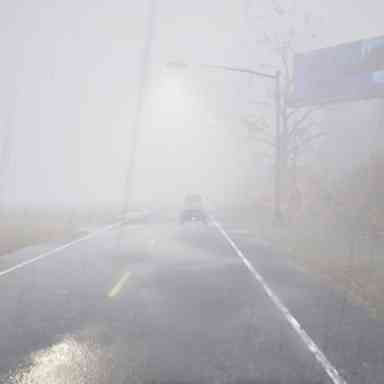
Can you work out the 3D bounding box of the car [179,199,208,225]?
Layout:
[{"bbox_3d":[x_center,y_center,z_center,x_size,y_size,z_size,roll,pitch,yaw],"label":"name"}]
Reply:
[{"bbox_3d":[0.096,1.501,24.175,1.837,1.490,4.892,0,0,0],"label":"car"}]

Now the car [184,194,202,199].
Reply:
[{"bbox_3d":[0.094,1.214,42.991,2.150,2.045,5.566,0,0,0],"label":"car"}]
